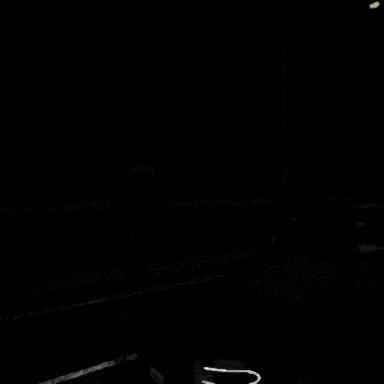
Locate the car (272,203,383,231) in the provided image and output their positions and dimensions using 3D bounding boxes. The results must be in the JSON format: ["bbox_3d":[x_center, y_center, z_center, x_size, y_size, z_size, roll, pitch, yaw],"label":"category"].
[{"bbox_3d":[4.249,1.263,9.560,5.009,1.841,2.192,0,0,-35],"label":"car"}]

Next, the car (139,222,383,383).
[{"bbox_3d":[1.704,1.455,4.583,5.008,1.535,1.882,0,0,-35],"label":"car"}]
